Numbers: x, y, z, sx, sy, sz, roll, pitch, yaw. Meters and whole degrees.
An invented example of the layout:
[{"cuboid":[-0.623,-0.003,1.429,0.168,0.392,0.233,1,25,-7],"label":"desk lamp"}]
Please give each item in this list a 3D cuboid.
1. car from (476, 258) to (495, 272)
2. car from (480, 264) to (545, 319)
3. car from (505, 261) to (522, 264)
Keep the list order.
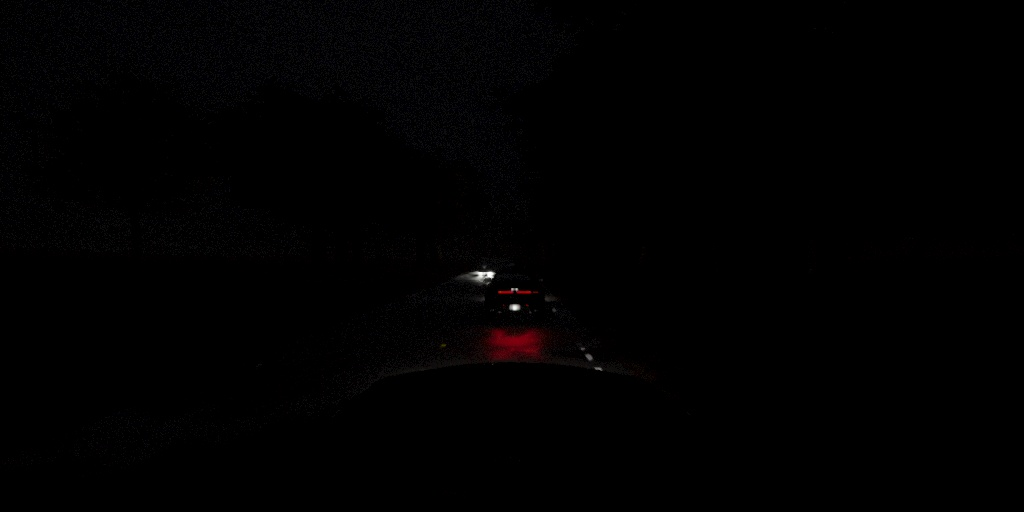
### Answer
[{"cuboid":[-3.077,1.022,42.353,2.128,1.511,4.902,0,0,0],"label":"car"},{"cuboid":[0.089,1.187,12.528,1.837,1.490,4.892,0,0,0],"label":"car"},{"cuboid":[0.095,1.128,28.593,1.812,1.442,4.674,0,0,0],"label":"car"}]
